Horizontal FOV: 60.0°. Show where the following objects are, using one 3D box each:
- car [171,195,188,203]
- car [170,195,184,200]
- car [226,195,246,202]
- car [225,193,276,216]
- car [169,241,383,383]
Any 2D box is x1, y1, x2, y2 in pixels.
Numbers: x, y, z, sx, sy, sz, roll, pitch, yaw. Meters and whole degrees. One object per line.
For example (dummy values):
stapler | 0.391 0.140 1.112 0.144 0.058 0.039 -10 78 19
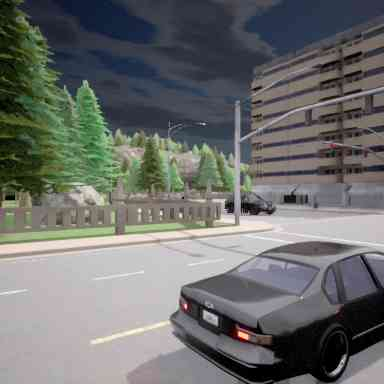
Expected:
car | -2.471 1.448 68.097 2.128 1.511 4.902 0 0 14
car | -3.000 1.492 51.577 2.033 1.411 5.357 0 0 -8
car | 10.412 1.484 78.782 2.033 1.411 5.357 0 0 40
car | 5.531 1.166 32.227 2.150 2.045 5.566 0 0 -33
car | 2.273 1.547 5.410 5.357 1.411 2.033 0 0 -35
